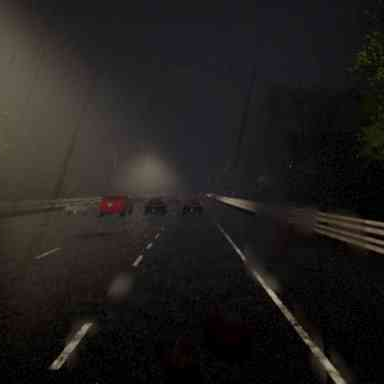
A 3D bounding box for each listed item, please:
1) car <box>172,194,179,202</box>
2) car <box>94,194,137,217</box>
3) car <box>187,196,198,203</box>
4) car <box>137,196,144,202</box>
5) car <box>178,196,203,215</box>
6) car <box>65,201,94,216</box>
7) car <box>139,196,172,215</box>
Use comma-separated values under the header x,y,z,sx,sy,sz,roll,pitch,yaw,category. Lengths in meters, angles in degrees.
x,y,z,sx,sy,sz,roll,pitch,yaw,category
-3.365,1.253,67.524,2.097,1.767,4.553,0,0,1,car
-6.984,1.176,31.032,2.150,2.045,5.566,0,1,0,car
0.137,1.464,67.022,1.994,1.385,4.181,0,0,1,car
-10.396,1.450,66.931,2.033,1.411,5.357,0,0,1,car
0.035,1.440,32.691,2.128,1.511,4.902,0,0,1,car
-10.476,1.551,32.051,1.895,1.301,4.718,0,0,0,car
-3.466,1.440,32.690,2.128,1.511,4.902,0,0,1,car
